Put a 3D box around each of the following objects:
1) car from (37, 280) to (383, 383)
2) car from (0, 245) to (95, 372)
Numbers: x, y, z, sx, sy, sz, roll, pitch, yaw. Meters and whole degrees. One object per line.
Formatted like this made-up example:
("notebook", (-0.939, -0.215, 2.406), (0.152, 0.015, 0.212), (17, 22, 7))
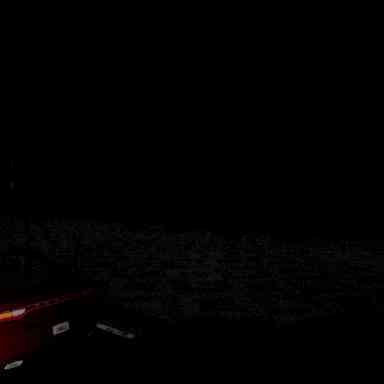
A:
("car", (1.163, 1.545, 2.136), (4.507, 1.381, 1.887), (0, 0, 35))
("car", (-3.432, 1.545, 5.399), (4.507, 1.381, 1.887), (0, 0, 35))
